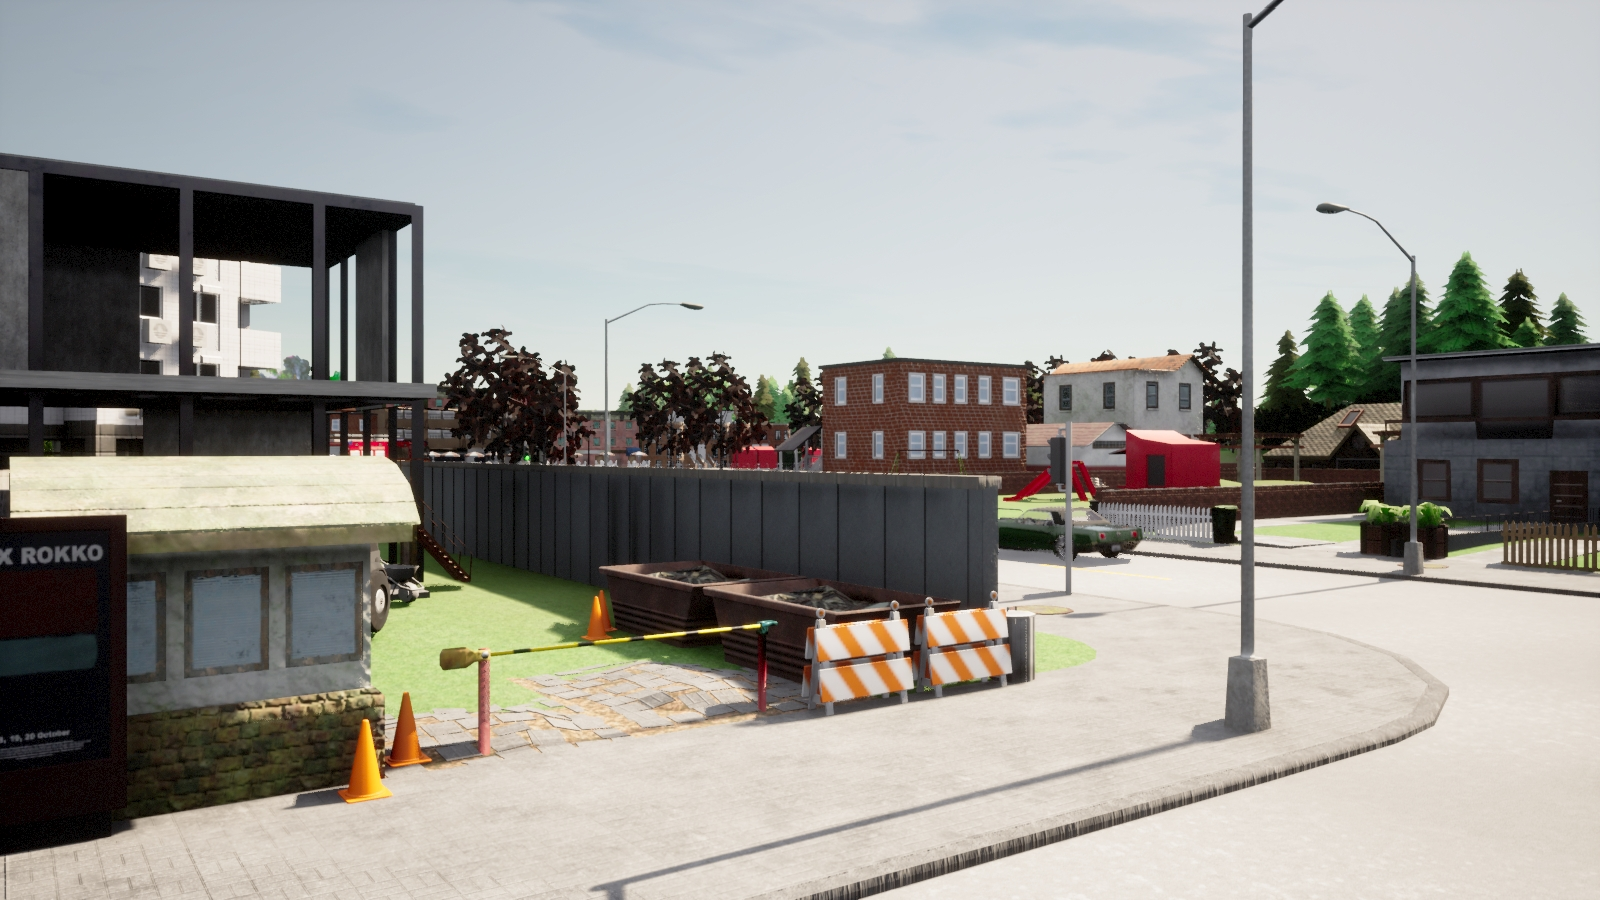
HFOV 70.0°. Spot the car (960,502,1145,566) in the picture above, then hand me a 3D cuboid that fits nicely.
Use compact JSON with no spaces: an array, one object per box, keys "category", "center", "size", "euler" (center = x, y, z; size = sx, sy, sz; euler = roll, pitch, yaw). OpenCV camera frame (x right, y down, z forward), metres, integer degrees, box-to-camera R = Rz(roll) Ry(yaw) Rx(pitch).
[{"category":"car","center":[6.552,2.146,30.109],"size":[1.895,1.301,4.718],"euler":[0,0,-35]}]
